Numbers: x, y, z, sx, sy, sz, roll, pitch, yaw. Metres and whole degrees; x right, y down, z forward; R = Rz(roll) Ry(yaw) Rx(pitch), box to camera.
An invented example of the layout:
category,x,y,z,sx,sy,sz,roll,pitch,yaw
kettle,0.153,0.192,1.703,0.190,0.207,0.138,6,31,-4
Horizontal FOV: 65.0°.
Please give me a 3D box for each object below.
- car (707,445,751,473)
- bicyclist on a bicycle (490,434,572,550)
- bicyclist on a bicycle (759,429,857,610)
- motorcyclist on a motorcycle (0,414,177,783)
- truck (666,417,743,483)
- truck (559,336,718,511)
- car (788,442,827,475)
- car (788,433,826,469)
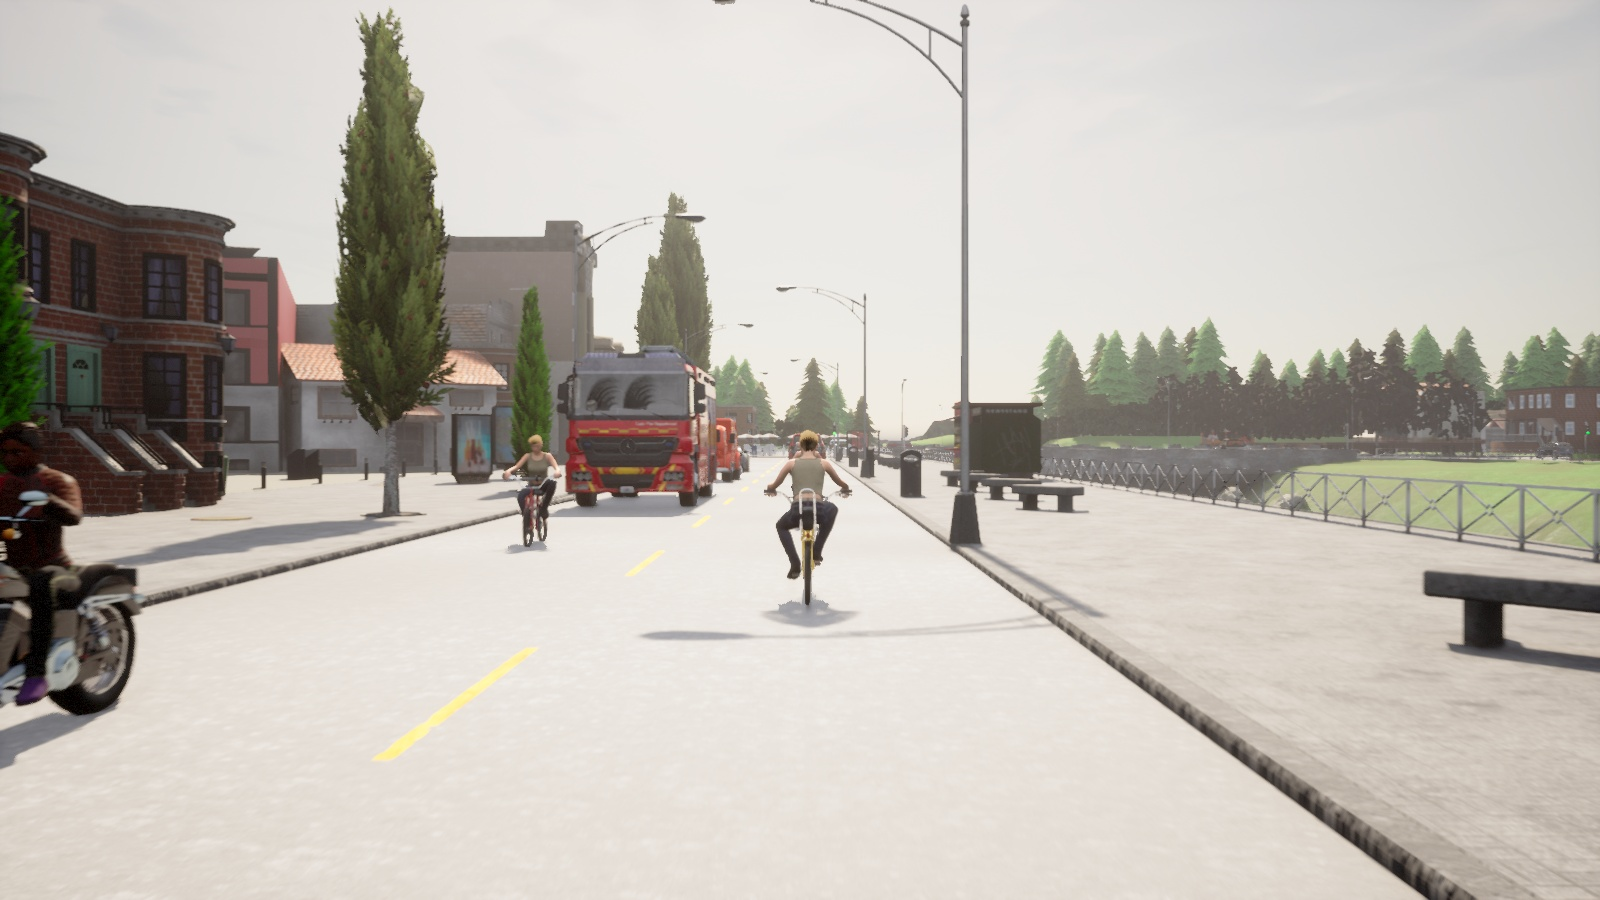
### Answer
category,x,y,z,sx,sy,sz,roll,pitch,yaw
car,-3.628,0.444,64.488,1.994,1.385,4.181,0,0,0
bicyclist on a bicycle,-3.883,0.577,18.246,0.866,1.612,1.509,0,0,0
bicyclist on a bicycle,0.077,0.616,11.925,0.866,1.612,1.509,0,0,1
motorcyclist on a motorcycle,-3.951,0.660,5.998,0.766,1.649,2.350,0,0,0
truck,-3.709,-0.023,49.681,2.627,2.467,5.204,0,0,0
truck,-3.809,-0.600,31.682,2.891,3.827,8.468,0,0,0
car,0.347,0.388,59.909,1.789,1.549,3.705,0,0,0
car,0.424,0.050,73.813,2.150,2.045,5.566,0,0,0
